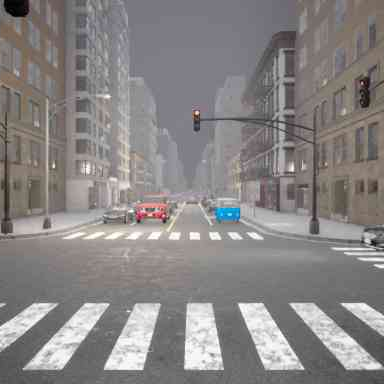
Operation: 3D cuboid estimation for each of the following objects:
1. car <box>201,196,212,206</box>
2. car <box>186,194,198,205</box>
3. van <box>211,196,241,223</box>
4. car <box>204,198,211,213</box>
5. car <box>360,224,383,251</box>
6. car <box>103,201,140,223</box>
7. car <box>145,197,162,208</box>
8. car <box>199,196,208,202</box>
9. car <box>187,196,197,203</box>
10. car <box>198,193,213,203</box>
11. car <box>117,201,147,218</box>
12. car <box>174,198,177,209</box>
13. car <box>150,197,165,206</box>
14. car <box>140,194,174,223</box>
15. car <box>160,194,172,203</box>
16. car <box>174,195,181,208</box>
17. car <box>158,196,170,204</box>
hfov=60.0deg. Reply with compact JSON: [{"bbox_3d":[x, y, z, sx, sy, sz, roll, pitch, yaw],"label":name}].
[{"bbox_3d":[2.581,1.576,47.653,1.802,1.307,4.206,0,0,0],"label":"car"},{"bbox_3d":[0.026,1.550,58.785,1.994,1.385,4.181,0,0,0],"label":"car"},{"bbox_3d":[2.607,1.340,24.928,1.690,1.788,3.998,0,0,0],"label":"van"},{"bbox_3d":[2.594,1.580,36.290,1.802,1.307,4.206,0,0,0],"label":"car"},{"bbox_3d":[8.902,1.554,12.431,4.902,1.511,2.128,0,0,-5],"label":"car"},{"bbox_3d":[-5.418,1.549,24.910,2.008,1.369,4.403,0,0,0],"label":"car"},{"bbox_3d":[-5.444,1.519,47.468,1.752,1.417,4.829,0,0,0],"label":"car"},{"bbox_3d":[2.547,1.524,76.060,2.008,1.369,4.403,0,0,0],"label":"car"},{"bbox_3d":[0.016,1.579,68.732,1.895,1.301,4.718,0,0,0],"label":"car"},{"bbox_3d":[2.574,1.305,53.335,2.192,1.841,5.009,0,0,0],"label":"car"},{"bbox_3d":[-5.425,1.543,30.592,1.887,1.381,4.507,0,0,0],"label":"car"},{"bbox_3d":[-2.894,1.599,35.409,1.895,1.301,4.718,0,0,0],"label":"car"},{"bbox_3d":[-5.451,1.556,53.320,1.947,1.339,4.313,0,0,0],"label":"car"},{"bbox_3d":[-2.878,1.220,25.592,2.150,2.045,5.566,0,0,0],"label":"car"},{"bbox_3d":[-5.471,1.292,70.365,2.192,1.841,5.009,0,0,0],"label":"car"},{"bbox_3d":[-2.889,1.500,45.469,1.837,1.490,4.892,0,0,0],"label":"car"},{"bbox_3d":[-5.464,1.547,64.683,1.947,1.339,4.313,0,0,0],"label":"car"}]
